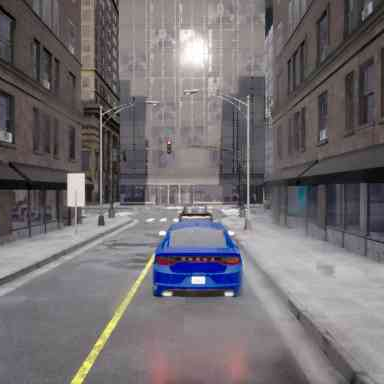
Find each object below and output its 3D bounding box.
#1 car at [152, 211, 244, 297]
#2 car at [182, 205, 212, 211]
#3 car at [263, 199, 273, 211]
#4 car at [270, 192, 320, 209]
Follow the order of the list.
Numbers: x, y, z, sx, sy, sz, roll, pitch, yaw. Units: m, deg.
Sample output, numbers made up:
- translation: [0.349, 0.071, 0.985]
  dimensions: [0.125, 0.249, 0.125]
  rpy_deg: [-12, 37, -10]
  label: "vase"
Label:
- translation: [0.125, 1.473, 8.611]
  dimensions: [1.882, 1.535, 5.008]
  rpy_deg: [0, 0, 0]
  label: "car"
- translation: [0.181, 1.480, 19.057]
  dimensions: [2.128, 1.511, 4.902]
  rpy_deg: [0, 0, -1]
  label: "car"
- translation: [10.555, 1.222, 38.423]
  dimensions: [4.553, 1.767, 2.097]
  rpy_deg: [0, 0, 0]
  label: "car"
- translation: [12.780, 1.057, 41.670]
  dimensions: [5.566, 2.045, 2.150]
  rpy_deg: [0, 0, 0]
  label: "car"
